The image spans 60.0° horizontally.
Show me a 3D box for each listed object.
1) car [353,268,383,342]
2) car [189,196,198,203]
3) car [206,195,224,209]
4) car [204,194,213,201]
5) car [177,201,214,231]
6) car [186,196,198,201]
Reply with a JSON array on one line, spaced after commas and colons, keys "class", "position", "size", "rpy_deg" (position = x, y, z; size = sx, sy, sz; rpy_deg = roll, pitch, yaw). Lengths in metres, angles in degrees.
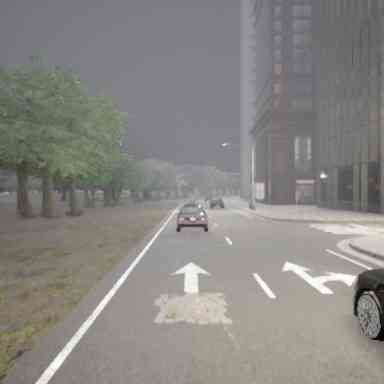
[{"class": "car", "position": [3.585, 1.486, 3.584], "size": [2.128, 1.511, 4.902], "rpy_deg": [0, 0, 0]}, {"class": "car", "position": [0.379, 1.628, 74.041], "size": [1.882, 1.535, 5.008], "rpy_deg": [0, 0, 4]}, {"class": "car", "position": [3.399, 1.520, 46.798], "size": [1.837, 1.490, 4.892], "rpy_deg": [0, 0, 0]}, {"class": "car", "position": [3.909, 1.378, 74.441], "size": [2.150, 2.045, 5.566], "rpy_deg": [0, 0, 4]}, {"class": "car", "position": [0.011, 1.536, 20.642], "size": [2.033, 1.411, 5.357], "rpy_deg": [0, 0, 0]}, {"class": "car", "position": [-0.102, 1.618, 47.066], "size": [1.895, 1.301, 4.718], "rpy_deg": [0, 0, 0]}]
